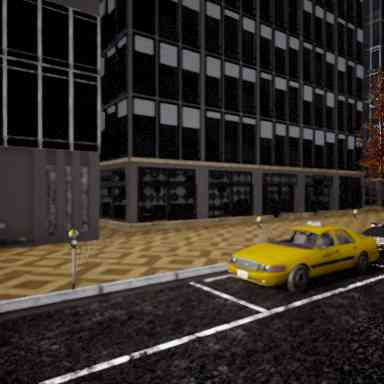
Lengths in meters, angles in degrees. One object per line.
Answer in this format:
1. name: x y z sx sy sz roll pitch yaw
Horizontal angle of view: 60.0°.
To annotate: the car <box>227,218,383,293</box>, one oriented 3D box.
1. car: 3.081 1.478 8.750 4.829 1.417 1.752 0 0 -35
